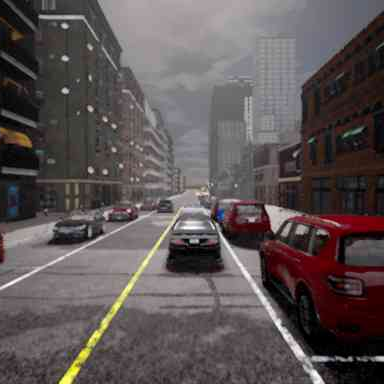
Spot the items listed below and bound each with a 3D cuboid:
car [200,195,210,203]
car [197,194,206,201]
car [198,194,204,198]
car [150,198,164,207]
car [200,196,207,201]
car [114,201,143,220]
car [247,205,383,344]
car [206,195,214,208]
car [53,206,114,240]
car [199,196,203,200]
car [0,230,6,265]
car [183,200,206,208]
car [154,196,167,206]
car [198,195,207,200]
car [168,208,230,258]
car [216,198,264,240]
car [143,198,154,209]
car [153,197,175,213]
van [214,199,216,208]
[{"bbox_3d":[3.007,1.562,76.976,2.097,1.767,4.553,0,0,0],"label":"car"},{"bbox_3d":[2.649,1.565,93.841,2.192,1.841,5.009,-1,0,0],"label":"car"},{"bbox_3d":[2.645,1.499,65.942,2.192,1.841,5.009,-1,0,0],"label":"car"},{"bbox_3d":[-5.699,1.680,54.563,1.752,1.417,4.829,-1,0,0],"label":"car"},{"bbox_3d":[2.681,1.700,49.211,2.008,1.369,4.403,-1,0,0],"label":"car"},{"bbox_3d":[-5.704,1.522,28.088,1.967,1.590,4.097,-1,0,0],"label":"car"},{"bbox_3d":[2.672,1.334,6.452,2.192,1.841,5.009,-1,0,0],"label":"car"},{"bbox_3d":[2.674,1.397,28.081,2.192,1.841,5.009,-1,0,0],"label":"car"},{"bbox_3d":[-5.703,1.602,17.274,2.008,1.369,4.403,-1,0,0],"label":"car"},{"bbox_3d":[2.649,1.721,54.783,1.947,1.339,4.313,-1,0,0],"label":"car"},{"bbox_3d":[-5.708,1.335,6.460,2.192,1.841,5.009,-1,0,0],"label":"car"},{"bbox_3d":[0.095,1.691,31.103,1.895,1.301,4.718,0,0,0],"label":"car"},{"bbox_3d":[-5.699,1.610,60.314,1.967,1.590,4.097,-1,0,0],"label":"car"},{"bbox_3d":[2.649,1.735,60.362,1.947,1.339,4.313,-1,0,0],"label":"car"},{"bbox_3d":[0.088,1.586,12.875,2.033,1.411,5.357,0,0,0],"label":"car"},{"bbox_3d":[2.672,1.366,17.267,2.192,1.841,5.009,-1,0,0],"label":"car"},{"bbox_3d":[-5.702,1.567,44.310,1.967,1.590,4.097,-1,0,0],"label":"car"},{"bbox_3d":[-3.092,1.617,39.196,1.837,1.490,4.892,0,0,0],"label":"car"},{"bbox_3d":[2.674,1.407,22.674,1.690,1.788,3.998,-1,0,0],"label":"van"}]
